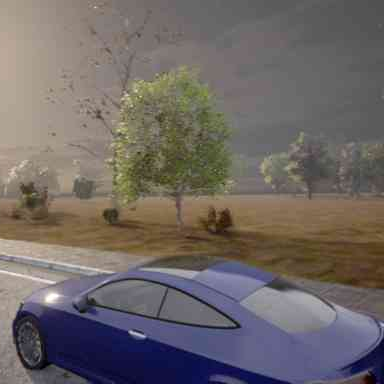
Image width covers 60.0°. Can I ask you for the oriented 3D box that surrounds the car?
[{"bbox_3d":[-0.250,1.520,4.013,4.674,1.442,1.812,0,0,35],"label":"car"}]
